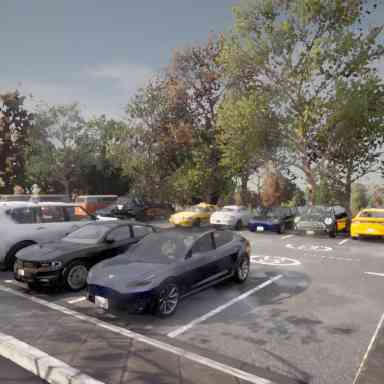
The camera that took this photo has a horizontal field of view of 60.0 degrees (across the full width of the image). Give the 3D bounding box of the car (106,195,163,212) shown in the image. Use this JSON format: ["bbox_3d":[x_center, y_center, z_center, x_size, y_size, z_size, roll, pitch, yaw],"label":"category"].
[{"bbox_3d":[-3.756,1.293,26.845,2.435,2.045,5.566,0,0,36],"label":"car"}]

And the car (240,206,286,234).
[{"bbox_3d":[5.176,1.611,20.290,2.163,1.488,4.792,0,0,36],"label":"car"}]

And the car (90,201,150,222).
[{"bbox_3d":[-6.031,1.565,28.427,2.163,1.488,4.792,0,0,36],"label":"car"}]

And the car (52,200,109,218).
[{"bbox_3d":[-10.582,1.554,31.801,2.163,1.488,4.792,0,0,36],"label":"car"}]

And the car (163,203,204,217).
[{"bbox_3d":[0.600,1.560,23.419,1.946,1.575,5.366,0,0,36],"label":"car"}]

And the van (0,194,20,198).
[{"bbox_3d":[-19.391,1.337,38.303,1.878,1.987,4.442,0,0,36],"label":"van"}]

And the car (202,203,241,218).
[{"bbox_3d":[2.950,1.613,21.939,2.002,1.452,4.674,0,0,36],"label":"car"}]

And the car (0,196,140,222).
[{"bbox_3d":[-4.725,1.329,11.386,2.435,2.045,5.566,0,0,36],"label":"car"}]

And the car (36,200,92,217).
[{"bbox_3d":[-12.718,1.557,33.352,2.163,1.488,4.792,0,0,36],"label":"car"}]

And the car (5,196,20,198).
[{"bbox_3d":[-17.214,1.548,36.585,2.097,1.535,5.008,0,0,36],"label":"car"}]

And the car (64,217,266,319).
[{"bbox_3d":[-0.267,1.629,8.079,2.163,1.488,4.792,0,0,36],"label":"car"}]

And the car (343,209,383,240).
[{"bbox_3d":[9.574,1.600,17.128,2.097,1.535,5.008,0,0,36],"label":"car"}]

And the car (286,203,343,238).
[{"bbox_3d":[7.353,1.465,18.785,2.185,1.767,4.553,0,0,36],"label":"car"}]

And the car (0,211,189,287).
[{"bbox_3d":[-2.493,1.590,9.737,2.097,1.535,5.008,0,0,36],"label":"car"}]

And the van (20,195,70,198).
[{"bbox_3d":[-15.027,1.310,34.857,1.878,1.987,4.442,0,0,36],"label":"van"}]
